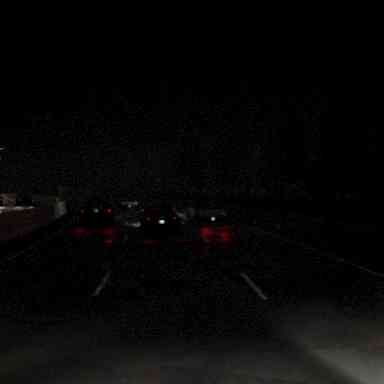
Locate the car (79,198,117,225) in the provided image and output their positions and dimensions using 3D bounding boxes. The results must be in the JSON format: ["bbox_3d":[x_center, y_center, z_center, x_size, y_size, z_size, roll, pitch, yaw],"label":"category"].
[{"bbox_3d":[-6.257,1.145,22.175,2.097,1.767,4.553,0,1,-13],"label":"car"}]

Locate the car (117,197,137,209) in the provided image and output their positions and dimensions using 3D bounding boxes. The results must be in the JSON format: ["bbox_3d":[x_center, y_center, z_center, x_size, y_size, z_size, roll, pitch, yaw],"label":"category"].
[{"bbox_3d":[-7.590,1.234,38.207,1.895,1.301,4.718,0,1,-21],"label":"car"}]

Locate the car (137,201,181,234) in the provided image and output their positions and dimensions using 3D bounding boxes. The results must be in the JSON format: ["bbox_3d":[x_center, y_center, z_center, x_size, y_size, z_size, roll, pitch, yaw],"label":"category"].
[{"bbox_3d":[-1.795,1.384,17.979,1.994,1.385,4.181,0,1,-10],"label":"car"}]

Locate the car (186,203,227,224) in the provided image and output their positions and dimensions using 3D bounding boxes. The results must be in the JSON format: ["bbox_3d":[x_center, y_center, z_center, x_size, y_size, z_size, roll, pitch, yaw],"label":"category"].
[{"bbox_3d":[0.836,1.362,22.773,1.895,1.301,4.718,0,1,-12],"label":"car"}]
